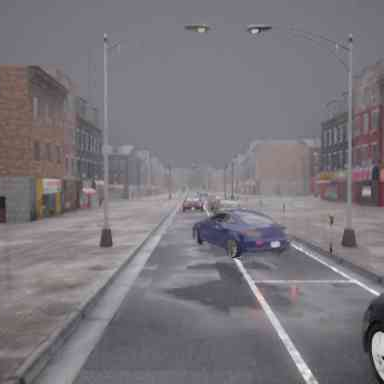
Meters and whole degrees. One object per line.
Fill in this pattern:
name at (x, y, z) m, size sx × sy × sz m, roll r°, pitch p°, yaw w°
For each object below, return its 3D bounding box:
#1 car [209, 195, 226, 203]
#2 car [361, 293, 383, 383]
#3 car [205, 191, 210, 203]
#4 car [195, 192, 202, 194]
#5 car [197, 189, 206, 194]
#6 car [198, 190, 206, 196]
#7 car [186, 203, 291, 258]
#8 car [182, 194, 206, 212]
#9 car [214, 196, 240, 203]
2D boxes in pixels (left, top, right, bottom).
car at (2.644, 1.174, 27.028) m, size 1.802 × 1.307 × 4.206 m, roll 0°, pitch 1°, yaw 0°
car at (3.022, 1.466, 2.198) m, size 1.837 × 1.490 × 4.892 m, roll 0°, pitch 1°, yaw 0°
car at (2.645, 0.956, 32.492) m, size 1.967 × 1.590 × 4.097 m, roll 0°, pitch 1°, yaw 0°
car at (0.041, 0.971, 43.554) m, size 1.895 × 1.301 × 4.718 m, roll 0°, pitch 1°, yaw 0°
car at (2.656, 0.452, 75.299) m, size 1.967 × 1.590 × 4.097 m, roll -1°, pitch 1°, yaw 0°
car at (2.661, 0.293, 91.505) m, size 1.967 × 1.590 × 4.097 m, roll -1°, pitch 1°, yaw 0°
car at (1.588, 1.337, 11.926) m, size 1.812 × 1.442 × 4.674 m, roll -1°, pitch 1°, yaw -22°
car at (0.089, 1.133, 31.285) m, size 1.895 × 1.301 × 4.718 m, roll 0°, pitch 1°, yaw 0°
car at (2.642, 1.193, 21.731) m, size 1.752 × 1.417 × 4.829 m, roll 0°, pitch 1°, yaw 0°
